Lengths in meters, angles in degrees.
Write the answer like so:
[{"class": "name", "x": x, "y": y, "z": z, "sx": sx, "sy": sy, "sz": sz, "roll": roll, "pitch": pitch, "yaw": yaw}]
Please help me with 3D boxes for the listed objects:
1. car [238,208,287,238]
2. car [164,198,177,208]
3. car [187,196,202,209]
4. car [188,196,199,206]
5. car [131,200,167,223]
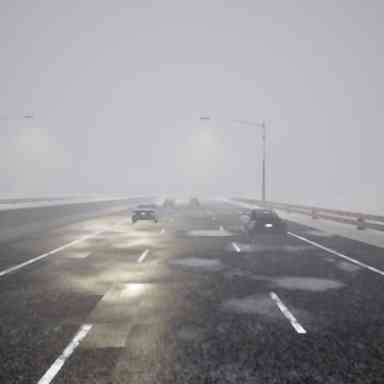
[{"class": "car", "x": 3.674, "y": 1.566, "z": 17.852, "sx": 1.994, "sy": 1.385, "sz": 4.181, "roll": 0, "pitch": 0, "yaw": 0}, {"class": "car", "x": -3.259, "y": 1.560, "z": 48.443, "sx": 2.033, "sy": 1.411, "sz": 5.357, "roll": 0, "pitch": 0, "yaw": 0}, {"class": "car", "x": 0.303, "y": 1.537, "z": 44.662, "sx": 1.812, "sy": 1.442, "sz": 4.674, "roll": 0, "pitch": 0, "yaw": 0}, {"class": "car", "x": 0.281, "y": 1.522, "z": 56.710, "sx": 1.837, "sy": 1.490, "sz": 4.892, "roll": 0, "pitch": 0, "yaw": 0}, {"class": "car", "x": -3.314, "y": 1.550, "z": 25.220, "sx": 2.033, "sy": 1.411, "sz": 5.357, "roll": 0, "pitch": 0, "yaw": 1}]
